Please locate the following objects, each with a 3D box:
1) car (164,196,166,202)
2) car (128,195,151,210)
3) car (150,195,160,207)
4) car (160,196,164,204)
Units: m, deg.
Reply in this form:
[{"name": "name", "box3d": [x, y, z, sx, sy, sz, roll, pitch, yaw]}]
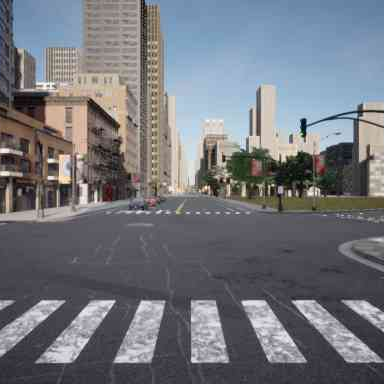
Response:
[{"name": "car", "box3d": [-6.520, 1.501, 69.779, 1.895, 1.301, 4.718, 0, 0, 0]}, {"name": "car", "box3d": [-6.637, 1.483, 41.544, 1.812, 1.442, 4.674, 0, 0, 0]}, {"name": "car", "box3d": [-6.616, 1.294, 50.596, 2.097, 1.767, 4.553, 0, 0, 0]}, {"name": "car", "box3d": [-6.599, 1.491, 59.647, 1.994, 1.385, 4.181, 0, 0, 0]}]
